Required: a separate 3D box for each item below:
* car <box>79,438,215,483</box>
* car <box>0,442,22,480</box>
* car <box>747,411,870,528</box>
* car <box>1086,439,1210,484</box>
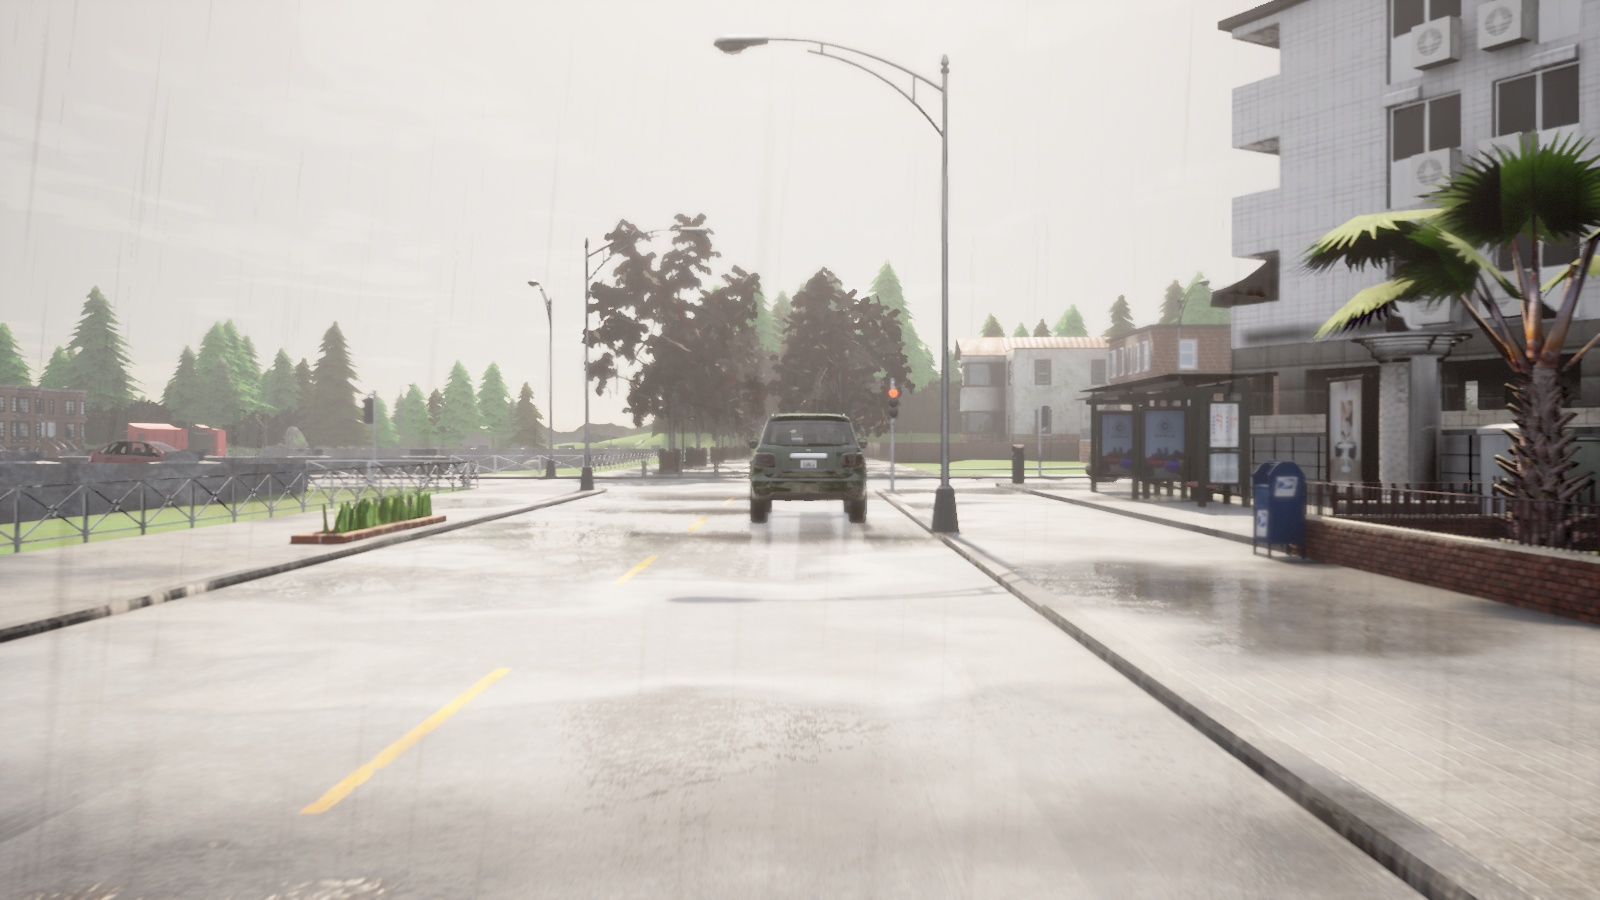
[{"bbox_3d":[-23.781,0.367,45.822,3.988,1.617,1.851,0,0,0],"label":"car"},{"bbox_3d":[-33.976,0.438,49.875,4.792,1.488,2.163,0,0,0],"label":"car"},{"bbox_3d":[0.159,0.326,24.708,2.150,2.045,5.566,0,0,0],"label":"car"},{"bbox_3d":[12.592,0.398,45.649,3.988,1.617,1.851,0,0,0],"label":"car"}]
